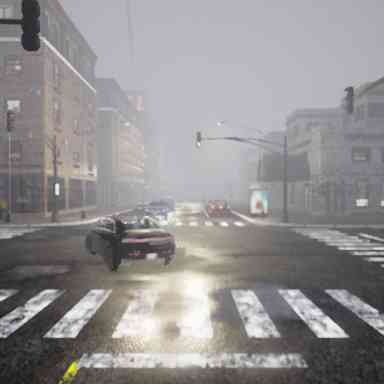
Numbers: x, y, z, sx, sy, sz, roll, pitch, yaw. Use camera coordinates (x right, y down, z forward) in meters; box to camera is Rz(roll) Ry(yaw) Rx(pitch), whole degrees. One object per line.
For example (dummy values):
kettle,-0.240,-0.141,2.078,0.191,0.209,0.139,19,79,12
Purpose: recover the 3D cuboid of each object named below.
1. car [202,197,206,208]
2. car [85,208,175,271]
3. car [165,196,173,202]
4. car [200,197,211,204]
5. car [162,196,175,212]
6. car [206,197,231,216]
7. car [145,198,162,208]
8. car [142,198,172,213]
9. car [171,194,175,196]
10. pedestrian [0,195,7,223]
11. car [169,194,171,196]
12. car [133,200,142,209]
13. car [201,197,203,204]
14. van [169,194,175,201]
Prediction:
car,2.682,1.648,44.054,1.802,1.307,4.206,0,0,0
car,-2.228,1.519,11.110,2.128,1.511,4.902,0,0,-28
car,-5.702,1.689,83.747,1.752,1.417,4.829,-1,0,0
car,2.681,1.669,66.841,2.008,1.369,4.403,-1,0,0
car,-3.071,1.551,40.593,2.128,1.511,4.902,0,0,0
car,2.682,1.484,32.661,1.967,1.590,4.097,0,0,0
car,-5.699,1.629,49.738,2.008,1.369,4.403,0,0,0
car,-3.097,1.565,30.238,1.812,1.442,4.674,0,0,0
car,-5.703,1.588,78.221,1.967,1.590,4.097,0,0,0
pedestrian,-12.632,1.094,22.073,0.375,1.860,0.375,0,0,0
car,-5.700,1.643,66.658,1.752,1.417,4.829,0,0,0
car,-5.698,1.605,38.345,2.008,1.369,4.403,0,0,0
car,2.681,1.629,49.751,2.008,1.369,4.403,0,0,0
van,-5.704,1.540,95.311,1.690,1.788,3.998,-1,0,0
